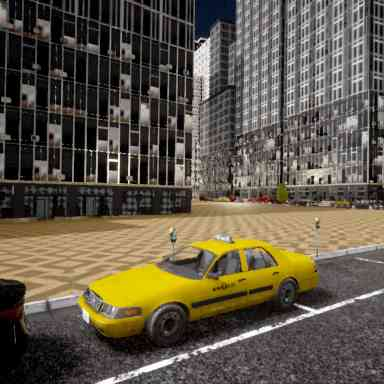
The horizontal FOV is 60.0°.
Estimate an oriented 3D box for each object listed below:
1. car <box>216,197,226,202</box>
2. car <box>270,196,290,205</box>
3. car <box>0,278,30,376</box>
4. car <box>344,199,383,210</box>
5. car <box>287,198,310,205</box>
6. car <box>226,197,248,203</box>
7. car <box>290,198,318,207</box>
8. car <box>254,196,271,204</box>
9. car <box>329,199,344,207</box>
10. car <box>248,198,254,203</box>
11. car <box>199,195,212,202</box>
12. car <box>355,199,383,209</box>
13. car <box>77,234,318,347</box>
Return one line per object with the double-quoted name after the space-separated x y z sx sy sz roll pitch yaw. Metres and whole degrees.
7.895 1.848 79.279 1.752 1.417 4.829 1 -1 -22 "car"
16.263 1.638 58.719 1.967 1.590 4.097 1 -1 -22 "car"
-3.964 1.565 3.258 4.313 1.339 1.947 0 1 -36 "car"
22.584 1.655 43.179 2.008 1.369 4.403 1 -1 -22 "car"
21.444 1.929 66.885 2.008 1.369 4.403 1 -1 -22 "car"
9.939 1.732 74.258 1.967 1.590 4.097 1 -1 -22 "car"
18.369 1.717 53.538 2.008 1.369 4.403 1 -1 -22 "car"
17.230 1.756 77.252 2.192 1.841 5.009 1 -1 -22 "car"
25.597 1.842 56.679 1.752 1.417 4.829 1 -1 -22 "car"
15.117 2.054 82.431 1.802 1.307 4.206 1 -1 -22 "car"
3.618 1.701 89.797 2.192 1.841 5.009 1 -1 -22 "car"
27.770 1.835 51.340 2.008 1.369 4.403 1 -1 -22 "car"
0.401 1.528 6.315 4.829 1.417 1.752 0 1 -35 "car"
